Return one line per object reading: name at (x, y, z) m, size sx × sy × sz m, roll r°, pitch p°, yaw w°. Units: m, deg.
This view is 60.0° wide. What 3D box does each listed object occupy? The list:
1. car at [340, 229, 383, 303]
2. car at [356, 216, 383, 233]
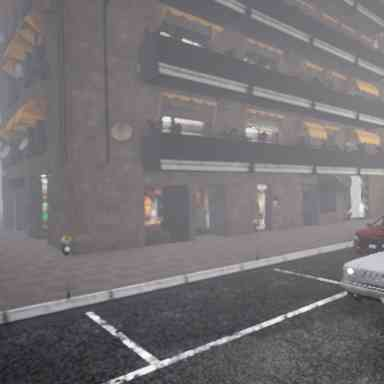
car at (5.143, 1.560, 7.067) m, size 4.718 × 1.301 × 1.895 m, roll -1°, pitch 0°, yaw -38°
car at (7.582, 1.487, 12.094) m, size 4.507 × 1.381 × 1.887 m, roll -1°, pitch -1°, yaw -38°
